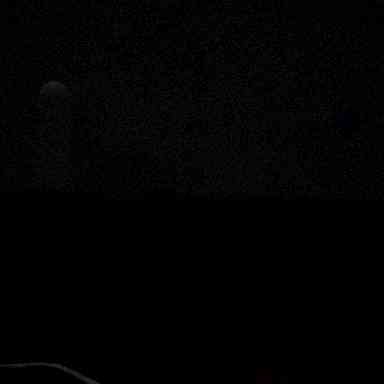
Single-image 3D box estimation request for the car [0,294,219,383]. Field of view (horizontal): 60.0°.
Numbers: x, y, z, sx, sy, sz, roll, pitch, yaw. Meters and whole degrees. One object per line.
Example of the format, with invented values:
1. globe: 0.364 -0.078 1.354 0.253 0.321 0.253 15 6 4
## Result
1. car: -2.018 1.504 1.634 4.892 1.490 1.837 0 0 -35
